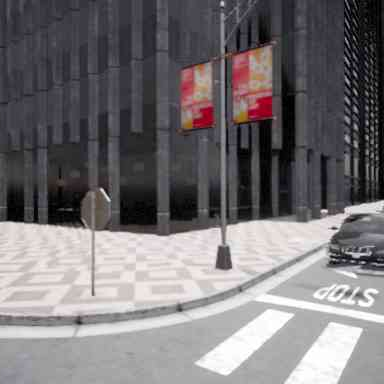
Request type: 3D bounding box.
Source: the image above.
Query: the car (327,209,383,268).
[{"bbox_3d":[5.934,1.515,11.132,1.837,1.490,4.892,0,0,36],"label":"car"}]
